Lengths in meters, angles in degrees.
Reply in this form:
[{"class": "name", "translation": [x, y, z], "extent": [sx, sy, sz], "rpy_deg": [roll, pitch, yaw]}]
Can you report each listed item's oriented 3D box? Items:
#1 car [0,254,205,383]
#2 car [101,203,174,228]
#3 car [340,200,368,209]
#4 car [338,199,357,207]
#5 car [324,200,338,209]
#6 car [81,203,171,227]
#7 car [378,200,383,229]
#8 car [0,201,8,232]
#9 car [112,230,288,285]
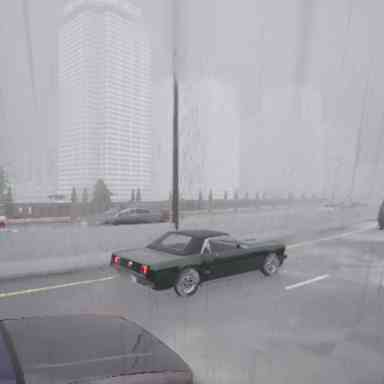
[{"class": "car", "translation": [-2.508, 1.551, 2.054], "extent": [5.357, 1.411, 2.033], "rpy_deg": [0, 0, -35]}, {"class": "car", "translation": [-3.799, 1.602, 23.871], "extent": [5.008, 1.535, 1.882], "rpy_deg": [1, 0, -44]}, {"class": "car", "translation": [19.474, 1.894, 39.247], "extent": [1.895, 1.301, 4.718], "rpy_deg": [0, 0, 41]}, {"class": "car", "translation": [24.294, 1.864, 50.139], "extent": [2.128, 1.511, 4.902], "rpy_deg": [0, 0, 41]}, {"class": "car", "translation": [23.489, 1.942, 54.534], "extent": [2.033, 1.411, 5.357], "rpy_deg": [0, 0, 41]}, {"class": "car", "translation": [-3.886, 1.588, 19.104], "extent": [4.902, 1.511, 2.128], "rpy_deg": [0, 0, -42]}, {"class": "car", "translation": [13.997, 1.397, 21.991], "extent": [2.150, 2.045, 5.566], "rpy_deg": [0, 0, 42]}, {"class": "car", "translation": [-8.961, 1.251, 10.597], "extent": [5.566, 2.045, 2.150], "rpy_deg": [0, 0, -36]}, {"class": "car", "translation": [0.423, 1.653, 8.726], "extent": [4.718, 1.301, 1.895], "rpy_deg": [0, 0, -39]}]
